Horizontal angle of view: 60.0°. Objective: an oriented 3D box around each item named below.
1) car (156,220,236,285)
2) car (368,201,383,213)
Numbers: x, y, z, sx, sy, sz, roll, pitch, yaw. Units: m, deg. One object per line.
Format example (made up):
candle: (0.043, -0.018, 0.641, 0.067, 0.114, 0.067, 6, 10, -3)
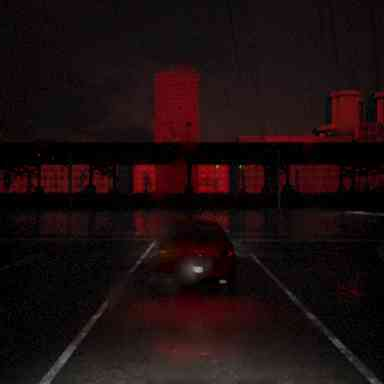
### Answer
car: (0.103, 1.536, 9.683, 1.882, 1.535, 5.008, 0, 0, 0)
car: (22.751, 1.619, 38.084, 4.674, 1.442, 1.812, -1, 0, 2)
